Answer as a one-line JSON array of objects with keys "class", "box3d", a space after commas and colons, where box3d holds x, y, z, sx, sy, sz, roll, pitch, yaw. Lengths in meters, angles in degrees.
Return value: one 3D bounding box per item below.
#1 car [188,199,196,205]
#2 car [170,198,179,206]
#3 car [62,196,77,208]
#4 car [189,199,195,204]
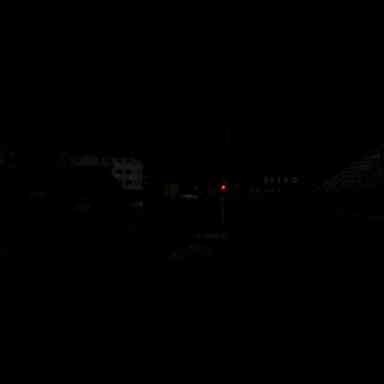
[{"class": "car", "box3d": [-0.013, 2.448, 83.117, 2.033, 1.411, 5.357, 0, -1, 0]}, {"class": "car", "box3d": [-4.012, 2.205, 76.789, 2.097, 1.767, 4.553, 0, -1, 0]}, {"class": "car", "box3d": [-19.766, 1.560, 51.897, 1.905, 1.878, 3.866, 0, -1, 35]}, {"class": "car", "box3d": [-0.014, 2.621, 93.711, 1.895, 1.301, 4.718, 0, -1, 0]}]
